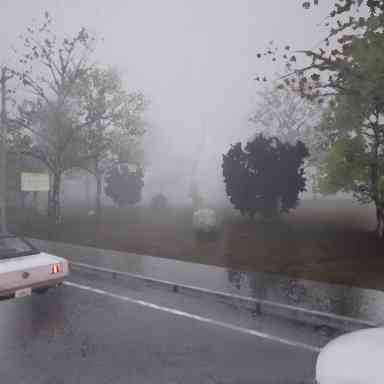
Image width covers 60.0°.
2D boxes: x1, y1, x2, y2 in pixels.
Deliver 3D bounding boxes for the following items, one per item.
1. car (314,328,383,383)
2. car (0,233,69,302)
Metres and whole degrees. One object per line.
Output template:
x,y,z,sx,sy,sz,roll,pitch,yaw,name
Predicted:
3.100,1.526,1.797,4.674,1.442,1.812,0,0,35,car
-4.968,1.600,7.534,4.718,1.301,1.895,0,0,36,car
